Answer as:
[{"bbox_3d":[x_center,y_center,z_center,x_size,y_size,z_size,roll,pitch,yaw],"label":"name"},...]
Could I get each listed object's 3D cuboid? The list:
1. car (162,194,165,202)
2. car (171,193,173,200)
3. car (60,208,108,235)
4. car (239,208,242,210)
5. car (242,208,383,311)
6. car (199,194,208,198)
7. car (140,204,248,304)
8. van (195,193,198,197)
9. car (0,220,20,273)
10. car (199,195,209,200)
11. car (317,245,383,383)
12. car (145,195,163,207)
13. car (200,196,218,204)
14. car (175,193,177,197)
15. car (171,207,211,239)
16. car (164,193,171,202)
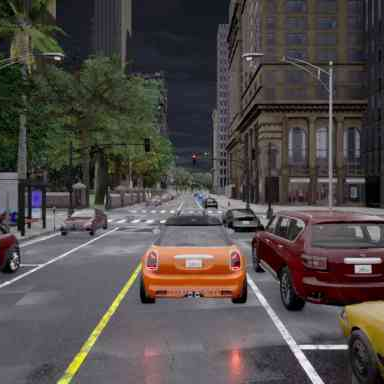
[{"bbox_3d":[-6.053,1.410,55.807,1.967,1.590,4.097,0,0,0],"label":"car"},{"bbox_3d":[-6.167,1.258,77.488,2.192,1.841,5.009,0,0,0],"label":"car"},{"bbox_3d":[-5.857,1.577,18.528,1.802,1.307,4.206,0,0,0],"label":"car"},{"bbox_3d":[2.668,1.561,18.555,1.947,1.339,4.313,0,0,0],"label":"car"},{"bbox_3d":[2.724,1.314,7.705,2.192,1.841,5.009,0,0,0],"label":"car"},{"bbox_3d":[2.472,1.495,56.002,1.752,1.417,4.829,0,0,0],"label":"car"},{"bbox_3d":[0.033,1.351,8.326,2.097,1.767,4.553,0,0,0],"label":"car"},{"bbox_3d":[2.330,1.276,82.934,1.690,1.788,3.998,0,0,0],"label":"van"},{"bbox_3d":[-5.801,1.439,7.676,1.967,1.590,4.097,0,0,0],"label":"car"},{"bbox_3d":[2.501,1.540,50.412,1.947,1.339,4.313,0,0,0],"label":"car"},{"bbox_3d":[2.753,1.525,2.450,1.752,1.417,4.829,0,0,0],"label":"car"},{"bbox_3d":[-6.024,1.525,50.387,2.008,1.369,4.403,0,0,0],"label":"car"},{"bbox_3d":[2.530,1.544,44.992,1.947,1.339,4.313,0,0,0],"label":"car"},{"bbox_3d":[-6.252,1.232,93.749,2.192,1.841,5.009,0,0,0],"label":"car"},{"bbox_3d":[-0.030,1.596,18.145,1.895,1.301,4.718,0,0,0],"label":"car"},{"bbox_3d":[-6.138,1.391,72.068,1.967,1.590,4.097,0,0,0],"label":"car"}]
